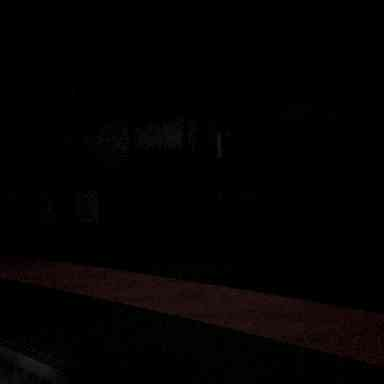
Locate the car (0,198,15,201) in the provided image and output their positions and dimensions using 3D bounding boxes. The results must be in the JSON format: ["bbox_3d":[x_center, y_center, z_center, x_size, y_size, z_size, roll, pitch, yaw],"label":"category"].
[{"bbox_3d":[-18.240,1.348,31.354,1.837,1.490,4.892,0,0,23],"label":"car"}]
